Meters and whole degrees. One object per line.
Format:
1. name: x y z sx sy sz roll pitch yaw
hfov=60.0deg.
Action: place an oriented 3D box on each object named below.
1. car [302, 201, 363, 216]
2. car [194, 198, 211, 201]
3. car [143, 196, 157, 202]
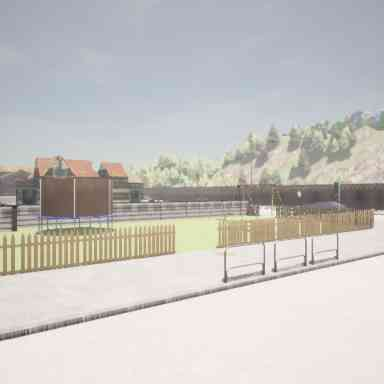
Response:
1. car: 12.414 1.547 29.919 2.033 1.411 5.357 0 0 -35
2. car: 1.559 1.564 45.245 1.994 1.385 4.181 0 0 -35
3. car: -8.260 1.458 59.256 2.033 1.411 5.357 0 0 -35
